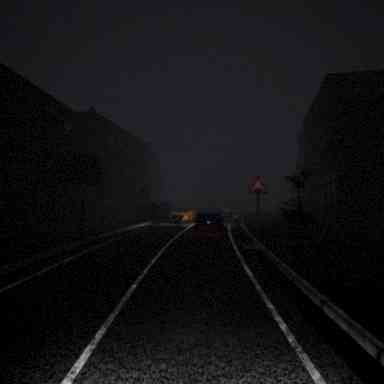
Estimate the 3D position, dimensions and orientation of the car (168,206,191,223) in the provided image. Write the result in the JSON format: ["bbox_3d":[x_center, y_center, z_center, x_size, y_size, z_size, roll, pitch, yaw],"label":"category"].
[{"bbox_3d":[-0.912,2.092,31.656,1.882,1.535,5.008,-1,-2,9],"label":"car"}]

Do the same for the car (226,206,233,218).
[{"bbox_3d":[4.071,2.418,41.713,1.812,1.442,4.674,-1,-2,11],"label":"car"}]

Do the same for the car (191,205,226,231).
[{"bbox_3d":[1.280,1.819,23.526,1.882,1.535,5.008,0,-1,5],"label":"car"}]
